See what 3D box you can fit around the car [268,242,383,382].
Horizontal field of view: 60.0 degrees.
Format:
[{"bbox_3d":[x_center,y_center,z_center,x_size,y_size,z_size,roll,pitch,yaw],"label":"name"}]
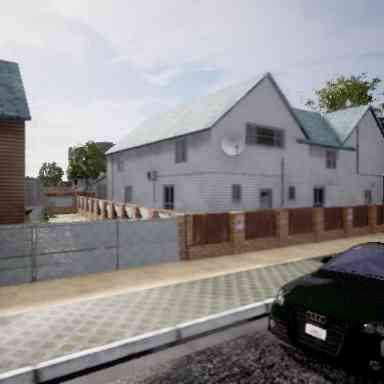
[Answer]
[{"bbox_3d":[3.177,1.560,5.335,4.181,1.385,1.994,0,0,-35],"label":"car"}]
